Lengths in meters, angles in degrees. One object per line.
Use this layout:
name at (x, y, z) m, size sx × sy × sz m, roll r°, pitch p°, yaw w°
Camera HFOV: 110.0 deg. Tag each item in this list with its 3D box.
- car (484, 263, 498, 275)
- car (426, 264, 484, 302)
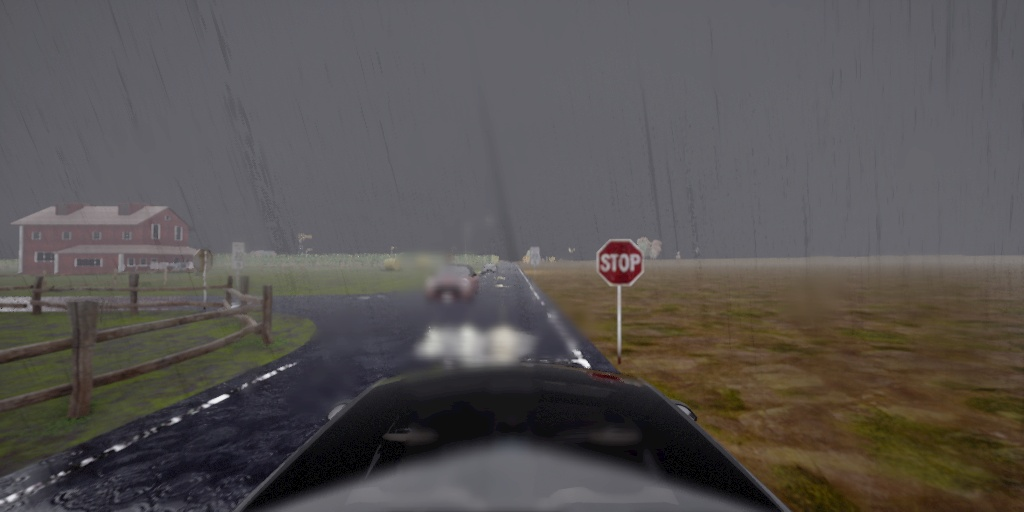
car at (-2.760, 1.639, 45.505) m, size 1.994 × 1.385 × 4.181 m, roll 0°, pitch 0°, yaw 0°
car at (-2.753, 1.192, 17.581) m, size 2.097 × 1.767 × 4.553 m, roll 0°, pitch 0°, yaw 0°
